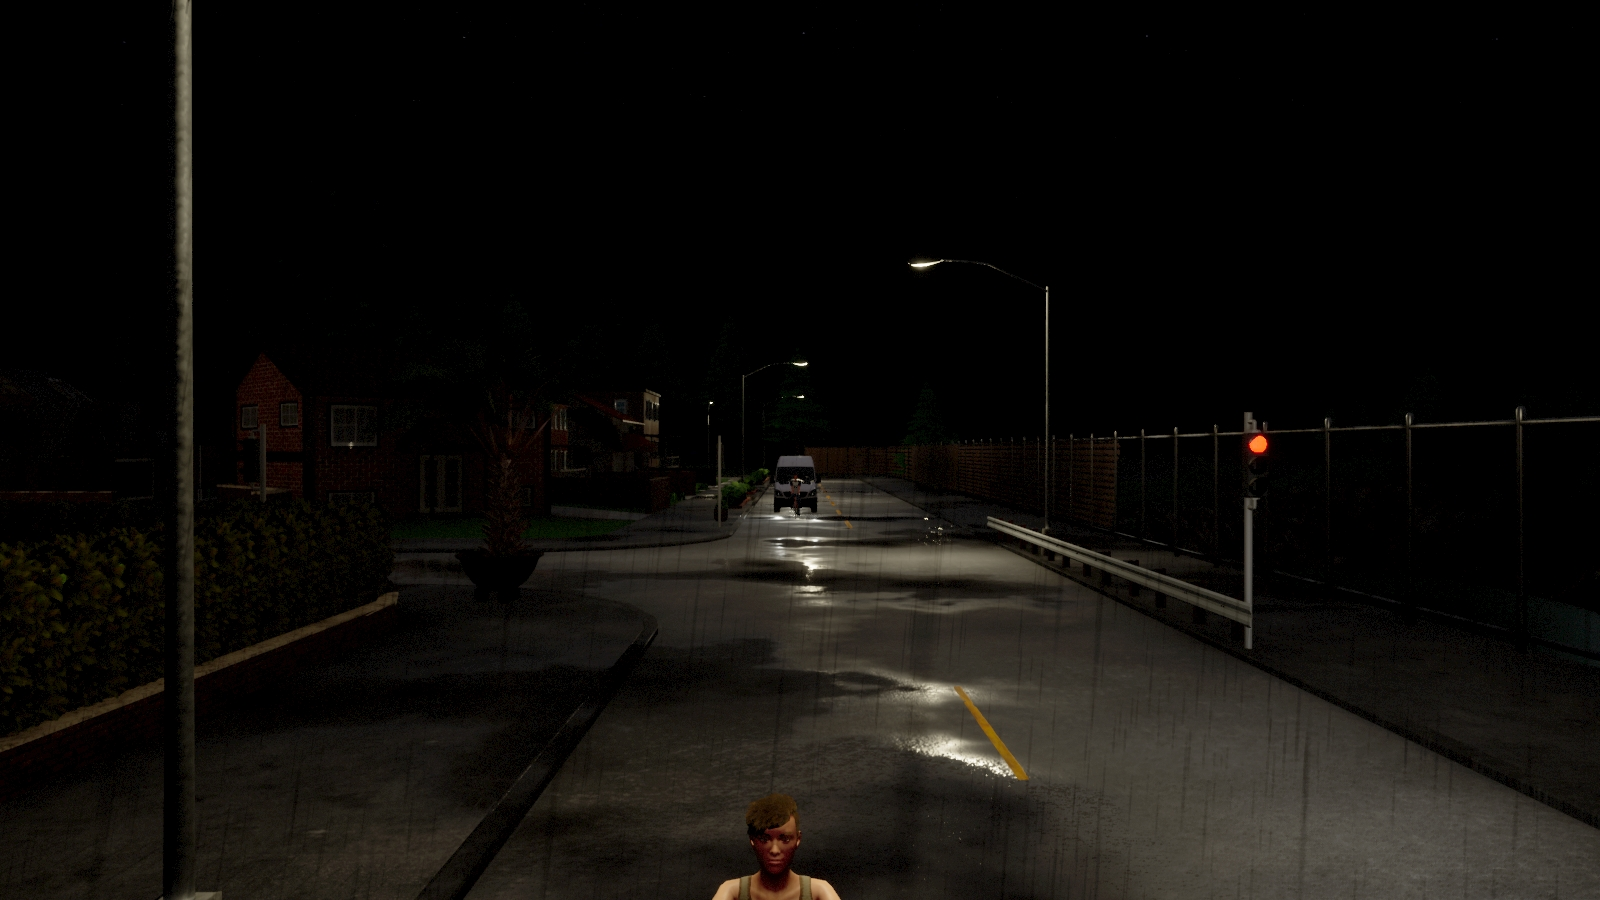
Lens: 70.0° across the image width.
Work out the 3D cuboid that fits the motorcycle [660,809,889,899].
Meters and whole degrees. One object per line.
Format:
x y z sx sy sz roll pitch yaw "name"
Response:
-0.084 2.157 3.590 0.764 1.307 2.356 0 0 -1 "motorcycle"
